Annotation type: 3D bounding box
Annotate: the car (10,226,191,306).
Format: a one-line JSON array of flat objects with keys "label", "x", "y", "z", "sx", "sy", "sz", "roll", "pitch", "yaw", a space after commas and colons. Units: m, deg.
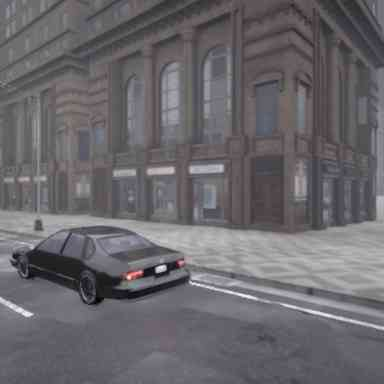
[{"label": "car", "x": -2.503, "y": 1.549, "z": 8.119, "sx": 5.357, "sy": 1.411, "sz": 2.033, "roll": 0, "pitch": 0, "yaw": 41}]
